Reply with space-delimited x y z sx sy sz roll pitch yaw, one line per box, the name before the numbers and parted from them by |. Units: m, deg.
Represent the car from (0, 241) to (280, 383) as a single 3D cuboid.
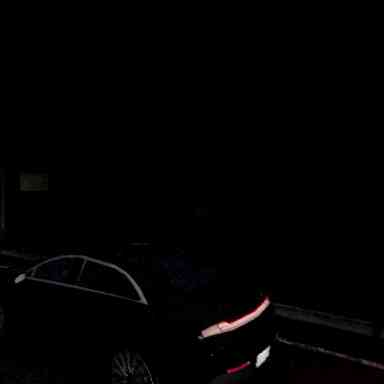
car | -1.229 1.493 4.869 4.902 1.511 2.128 0 0 35
